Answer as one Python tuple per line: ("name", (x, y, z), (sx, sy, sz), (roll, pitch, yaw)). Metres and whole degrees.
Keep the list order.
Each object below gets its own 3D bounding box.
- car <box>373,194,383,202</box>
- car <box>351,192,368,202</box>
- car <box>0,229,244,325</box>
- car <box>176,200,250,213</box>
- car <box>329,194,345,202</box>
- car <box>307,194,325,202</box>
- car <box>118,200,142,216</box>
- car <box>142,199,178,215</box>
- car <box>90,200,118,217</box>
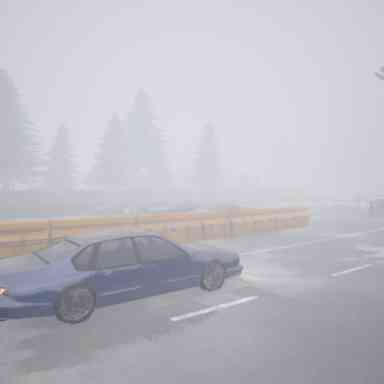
("car", (29.927, 1.038, 52.632), (1.812, 1.442, 4.674), (0, 0, 37))
("car", (28.711, 0.862, 56.899), (2.097, 1.767, 4.553), (0, 0, 35))
("car", (-1.380, 1.524, 7.082), (5.357, 1.411, 2.033), (-1, 0, -36))
("car", (1.813, 1.421, 22.927), (5.357, 1.411, 2.033), (-1, 0, -39))
("car", (25.368, 1.052, 58.243), (1.812, 1.442, 4.674), (0, 0, 36))
("car", (22.449, 1.093, 60.106), (2.033, 1.411, 5.357), (0, 0, 36))
("car", (-3.285, 1.380, 27.853), (4.902, 1.511, 2.128), (-1, 0, -39))
("car", (-0.923, 1.360, 25.265), (5.008, 1.535, 1.882), (0, 0, -39))
("car", (-6.288, 1.447, 29.878), (5.357, 1.411, 2.033), (-1, 0, -38))
